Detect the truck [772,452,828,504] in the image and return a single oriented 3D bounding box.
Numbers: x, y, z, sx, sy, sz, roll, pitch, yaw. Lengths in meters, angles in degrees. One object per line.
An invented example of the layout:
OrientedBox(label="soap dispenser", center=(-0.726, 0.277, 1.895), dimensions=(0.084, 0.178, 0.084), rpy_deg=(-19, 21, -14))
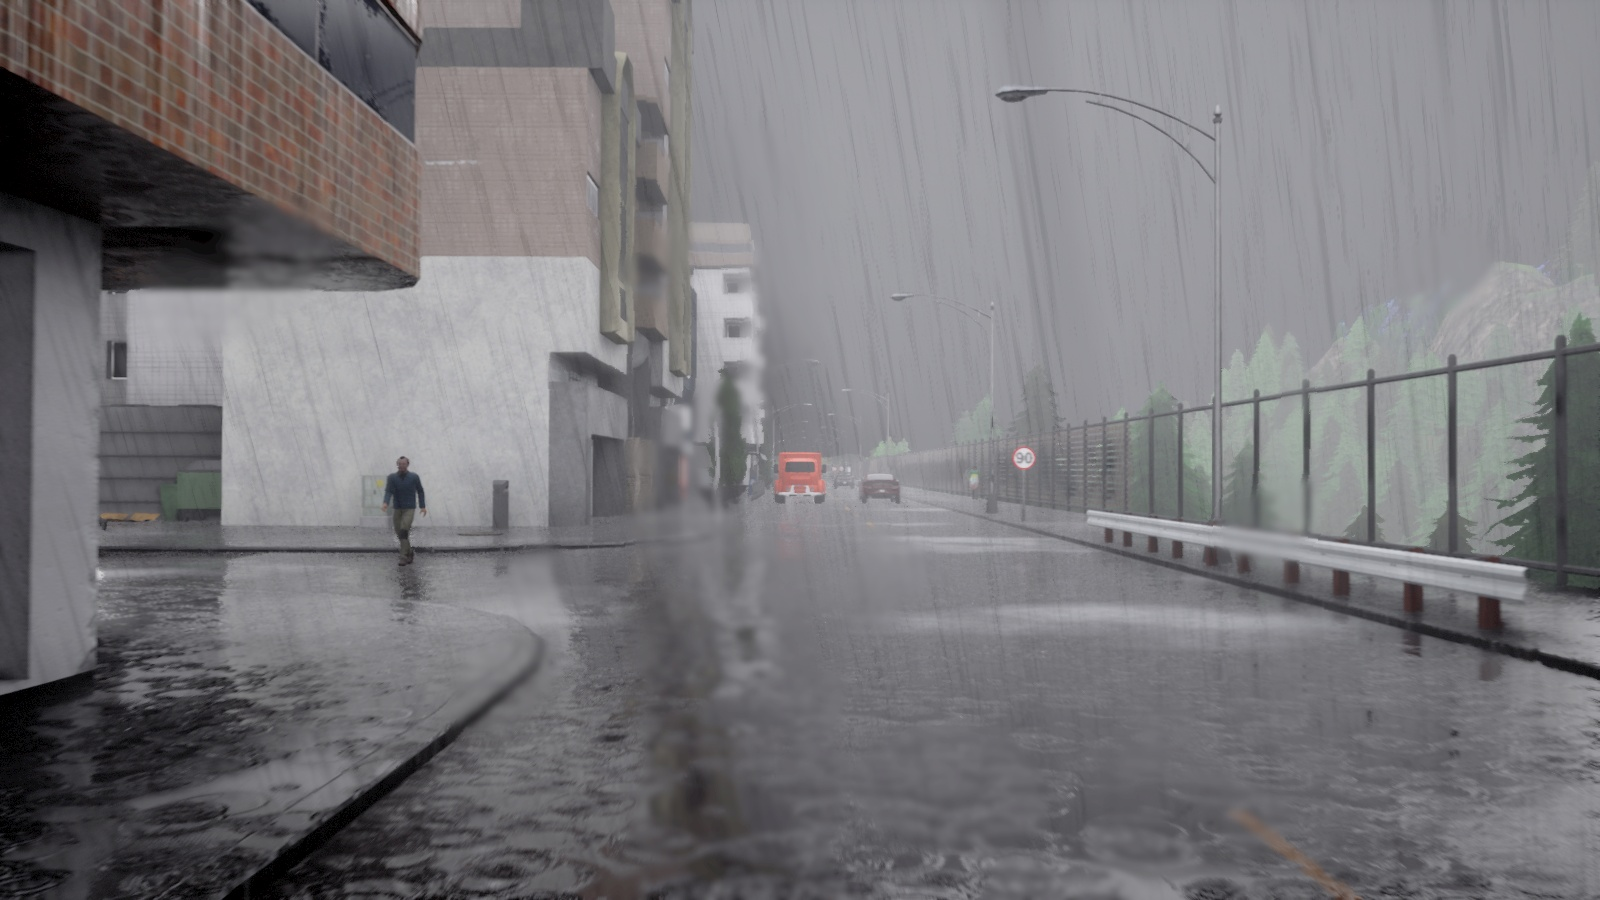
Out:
OrientedBox(label="truck", center=(0.001, 1.365, 61.930), dimensions=(2.627, 2.467, 5.204), rpy_deg=(0, -1, 0))

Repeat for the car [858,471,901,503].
OrientedBox(label="car", center=(4.002, 1.847, 63.947), dimensions=(1.882, 1.535, 5.008), rpy_deg=(0, -1, 0))

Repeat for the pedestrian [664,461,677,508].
OrientedBox(label="pedestrian", center=(-5.134, 1.379, 49.799), dimensions=(0.431, 1.840, 0.709), rpy_deg=(0, -1, 2))

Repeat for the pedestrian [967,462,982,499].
OrientedBox(label="pedestrian", center=(9.188, 1.592, 65.968), dimensions=(0.659, 1.952, 0.873), rpy_deg=(0, -1, 0))

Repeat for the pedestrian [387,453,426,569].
OrientedBox(label="pedestrian", center=(-6.395, 0.982, 20.417), dimensions=(0.402, 1.842, 0.726), rpy_deg=(0, -1, 0))
